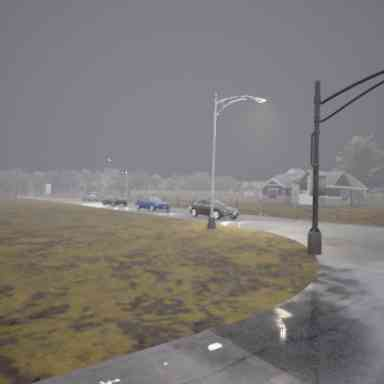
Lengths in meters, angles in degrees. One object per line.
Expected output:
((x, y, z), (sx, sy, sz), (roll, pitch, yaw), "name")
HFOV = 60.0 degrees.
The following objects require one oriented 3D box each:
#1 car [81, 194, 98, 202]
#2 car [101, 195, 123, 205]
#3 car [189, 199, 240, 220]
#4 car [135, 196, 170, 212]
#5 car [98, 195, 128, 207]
((-18.569, 1.124, 60.884), (2.033, 1.411, 5.357), (2, -1, -35), "car")
((-12.768, 1.205, 52.735), (1.994, 1.385, 4.181), (2, -1, -35), "car")
((1.694, 1.323, 26.220), (1.837, 1.490, 4.892), (2, -1, -35), "car")
((-4.104, 1.179, 34.365), (1.882, 1.535, 5.008), (2, -1, -36), "car")
((-9.897, 1.204, 42.516), (1.895, 1.301, 4.718), (2, -1, -35), "car")
